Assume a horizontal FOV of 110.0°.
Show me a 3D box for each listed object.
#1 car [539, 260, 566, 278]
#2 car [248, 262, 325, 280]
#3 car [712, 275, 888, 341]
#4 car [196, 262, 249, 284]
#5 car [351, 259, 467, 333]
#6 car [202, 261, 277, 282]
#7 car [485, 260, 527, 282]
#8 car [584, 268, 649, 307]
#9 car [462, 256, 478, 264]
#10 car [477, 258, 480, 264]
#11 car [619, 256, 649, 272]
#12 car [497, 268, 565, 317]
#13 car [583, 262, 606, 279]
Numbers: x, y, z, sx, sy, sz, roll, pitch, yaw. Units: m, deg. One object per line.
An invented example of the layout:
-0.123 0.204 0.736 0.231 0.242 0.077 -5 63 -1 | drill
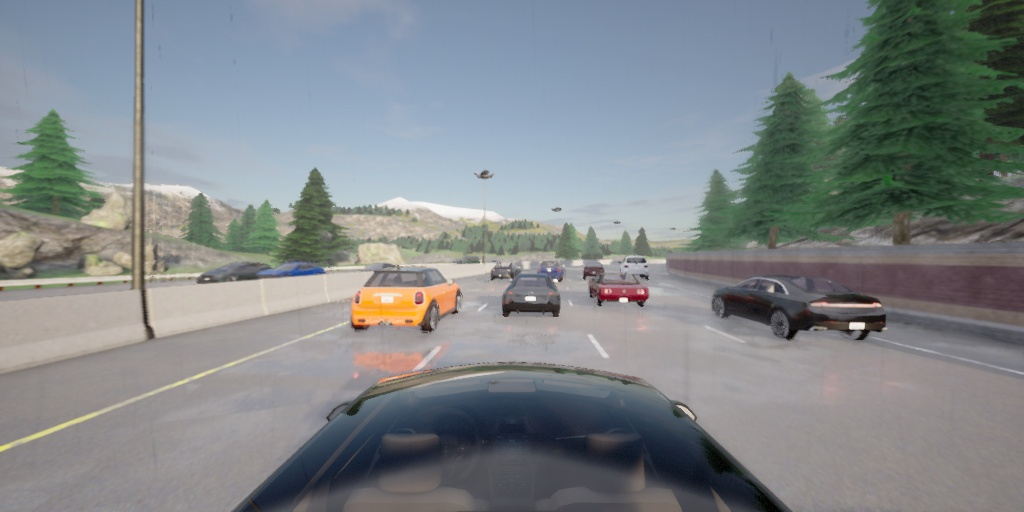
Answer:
3.395 1.155 30.423 2.097 1.767 4.553 0 0 12 | car
-15.552 1.213 25.490 1.882 1.535 5.008 0 0 10 | car
7.487 1.278 10.041 2.128 1.511 4.902 0 0 4 | car
-19.172 1.287 24.845 1.994 1.385 4.181 0 0 9 | car
-2.947 1.106 10.993 2.097 1.767 4.553 0 0 4 | car
-21.997 1.225 29.244 1.837 1.490 4.892 0 0 10 | car
-0.425 1.281 29.393 2.128 1.511 4.902 0 0 11 | car
4.478 1.386 15.791 1.895 1.301 4.718 0 0 6 | car
-7.815 1.038 64.298 2.150 2.045 5.566 0 0 23 | car
-3.970 1.355 64.421 1.812 1.442 4.674 0 0 24 | car
11.028 1.052 32.537 2.150 2.045 5.566 0 0 14 | car
0.765 1.334 13.428 1.994 1.385 4.181 0 0 5 | car
7.713 1.299 33.614 1.882 1.535 5.008 0 0 14 | car
